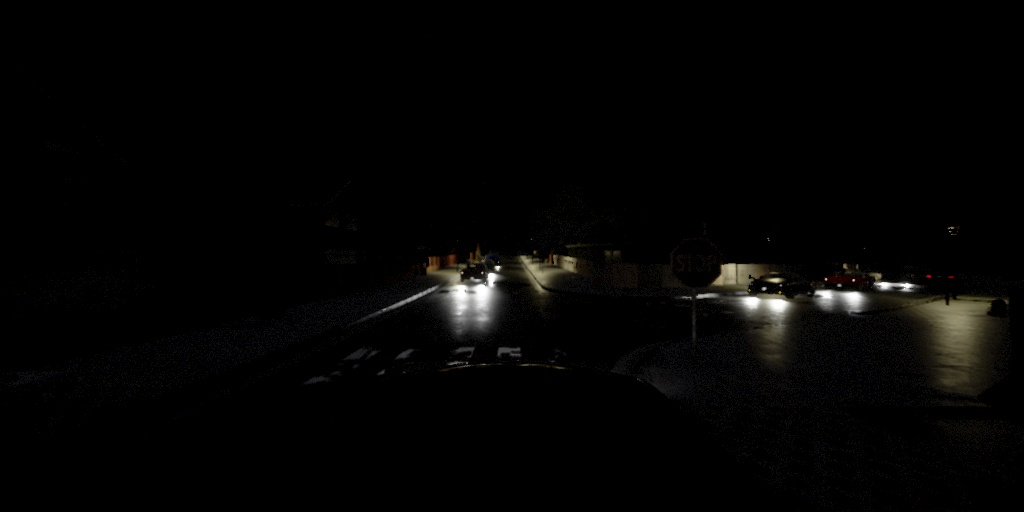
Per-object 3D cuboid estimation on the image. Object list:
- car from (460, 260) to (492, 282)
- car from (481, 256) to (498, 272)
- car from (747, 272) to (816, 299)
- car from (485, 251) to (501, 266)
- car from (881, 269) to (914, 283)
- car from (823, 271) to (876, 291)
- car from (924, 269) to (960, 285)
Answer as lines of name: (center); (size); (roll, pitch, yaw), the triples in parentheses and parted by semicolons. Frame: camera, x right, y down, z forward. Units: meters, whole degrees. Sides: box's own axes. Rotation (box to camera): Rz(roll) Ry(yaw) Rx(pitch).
car: (-2.832, 1.247, 27.718); (1.895, 1.301, 4.718); (0, 1, 0)
car: (-2.828, 1.035, 38.416); (1.895, 1.301, 4.718); (0, 1, 0)
car: (15.032, 1.570, 20.000); (4.181, 1.385, 1.994); (1, -1, -31)
car: (-2.800, 0.341, 53.267); (2.150, 2.045, 5.566); (0, 2, 0)
car: (38.436, 1.962, 35.769); (4.718, 1.301, 1.895); (1, -1, -37)
car: (24.310, 1.740, 25.834); (4.718, 1.301, 1.895); (1, -1, -33)
car: (38.890, 1.868, 32.478); (5.357, 1.411, 2.033); (1, -1, -37)
